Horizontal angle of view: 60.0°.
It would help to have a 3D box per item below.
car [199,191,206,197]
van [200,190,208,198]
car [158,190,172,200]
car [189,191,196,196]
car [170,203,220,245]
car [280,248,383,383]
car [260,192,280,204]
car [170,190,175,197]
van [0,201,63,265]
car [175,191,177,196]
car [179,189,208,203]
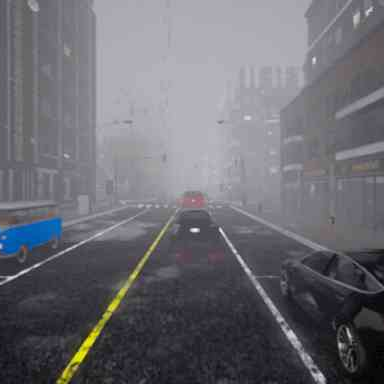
[{"bbox_3d":[2.765,0.440,88.409,1.967,1.590,4.097,0,1,0],"label":"car"},{"bbox_3d":[2.757,0.456,77.148,1.690,1.788,3.998,0,1,0],"label":"van"},{"bbox_3d":[-5.634,0.800,65.897,1.947,1.339,4.313,0,1,0],"label":"car"},{"bbox_3d":[0.076,0.456,91.657,1.994,1.385,4.181,0,1,0],"label":"car"},{"bbox_3d":[0.112,1.383,14.498,1.994,1.385,4.181,0,1,0],"label":"car"},{"bbox_3d":[2.699,1.500,5.184,1.947,1.339,4.313,0,1,0],"label":"car"},{"bbox_3d":[13.510,0.967,53.560,5.009,1.841,2.192,1,-1,0],"label":"car"},{"bbox_3d":[-5.624,0.642,76.987,1.752,1.417,4.829,0,1,0],"label":"car"},{"bbox_3d":[-5.676,1.205,10.848,1.690,1.788,3.998,0,1,0],"label":"van"},{"bbox_3d":[-5.620,0.372,82.785,2.192,1.841,5.009,0,1,0],"label":"car"},{"bbox_3d":[0.127,0.830,32.286,2.150,2.045,5.566,0,1,0],"label":"car"}]
